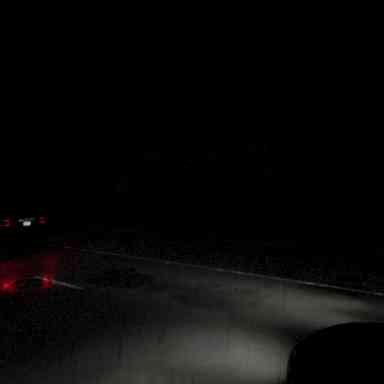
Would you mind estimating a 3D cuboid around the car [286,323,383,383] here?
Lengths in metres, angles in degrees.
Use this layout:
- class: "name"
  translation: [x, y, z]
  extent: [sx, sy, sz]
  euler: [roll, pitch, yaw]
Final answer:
- class: "car"
  translation: [2.904, 1.516, 1.921]
  extent: [4.674, 1.442, 1.812]
  euler: [0, 0, 36]

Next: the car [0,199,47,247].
- class: "car"
  translation: [-8.549, 1.336, 14.388]
  extent: [5.566, 2.045, 2.150]
  euler: [-1, 0, 35]
